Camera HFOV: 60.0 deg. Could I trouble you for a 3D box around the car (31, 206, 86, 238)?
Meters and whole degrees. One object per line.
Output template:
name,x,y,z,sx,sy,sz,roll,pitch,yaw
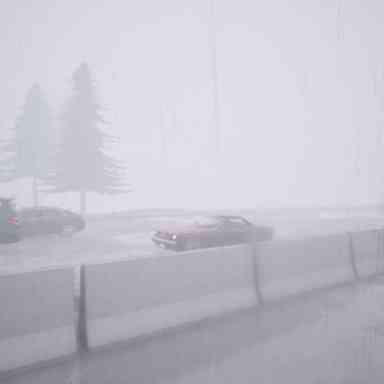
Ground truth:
car,-7.542,1.443,15.630,4.892,1.490,1.837,0,0,-34

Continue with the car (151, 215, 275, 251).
car,0.862,1.572,12.797,4.718,1.301,1.895,0,0,-32

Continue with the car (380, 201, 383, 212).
car,22.924,1.211,35.916,5.566,2.045,2.150,0,0,-24

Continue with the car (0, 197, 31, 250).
car,-8.517,1.168,10.729,5.566,2.045,2.150,0,0,-35
